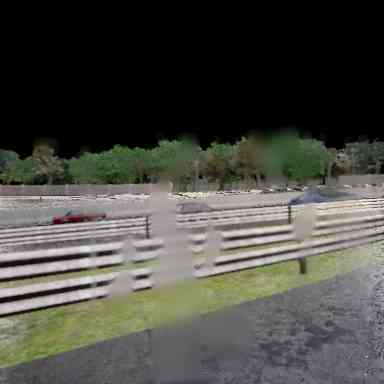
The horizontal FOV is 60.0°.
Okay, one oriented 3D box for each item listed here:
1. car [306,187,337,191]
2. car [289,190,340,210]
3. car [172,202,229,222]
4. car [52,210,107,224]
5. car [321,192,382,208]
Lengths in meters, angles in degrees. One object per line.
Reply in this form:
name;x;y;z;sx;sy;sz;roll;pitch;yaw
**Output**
car;16.135;0.396;39.827;5.566;2.045;2.150;-3;2;-20
car;12.612;0.952;34.826;5.008;1.535;1.882;-3;2;-20
car;0.632;1.615;26.749;4.553;1.767;2.097;-3;2;-20
car;-10.134;2.307;30.288;4.718;1.301;1.895;-3;2;-20
car;15.681;0.939;32.218;5.357;1.411;2.033;-3;2;-20
